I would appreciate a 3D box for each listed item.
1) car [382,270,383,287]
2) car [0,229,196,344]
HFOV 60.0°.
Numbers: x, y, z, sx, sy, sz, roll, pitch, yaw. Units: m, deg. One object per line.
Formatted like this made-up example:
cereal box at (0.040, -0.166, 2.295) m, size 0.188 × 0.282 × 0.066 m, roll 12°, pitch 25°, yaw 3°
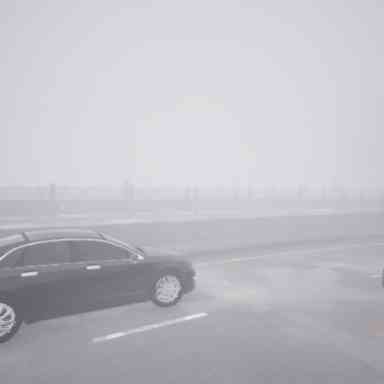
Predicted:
car at (6.151, 1.583, 7.294) m, size 4.181 × 1.385 × 1.994 m, roll 0°, pitch 0°, yaw -30°
car at (-2.179, 1.480, 6.295) m, size 4.892 × 1.490 × 1.837 m, roll 0°, pitch 0°, yaw -34°
